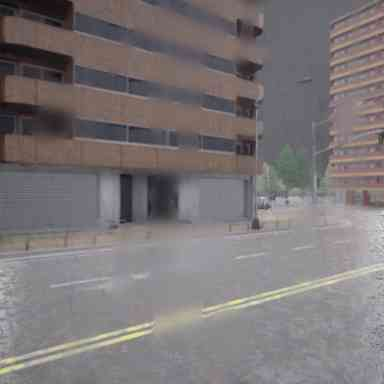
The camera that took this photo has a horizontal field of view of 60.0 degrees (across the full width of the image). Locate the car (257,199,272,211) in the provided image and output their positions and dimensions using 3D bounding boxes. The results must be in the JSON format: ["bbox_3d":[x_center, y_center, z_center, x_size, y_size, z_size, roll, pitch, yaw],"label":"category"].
[{"bbox_3d":[7.988,1.592,42.613,1.837,1.490,4.892,0,0,-35],"label":"car"}]
